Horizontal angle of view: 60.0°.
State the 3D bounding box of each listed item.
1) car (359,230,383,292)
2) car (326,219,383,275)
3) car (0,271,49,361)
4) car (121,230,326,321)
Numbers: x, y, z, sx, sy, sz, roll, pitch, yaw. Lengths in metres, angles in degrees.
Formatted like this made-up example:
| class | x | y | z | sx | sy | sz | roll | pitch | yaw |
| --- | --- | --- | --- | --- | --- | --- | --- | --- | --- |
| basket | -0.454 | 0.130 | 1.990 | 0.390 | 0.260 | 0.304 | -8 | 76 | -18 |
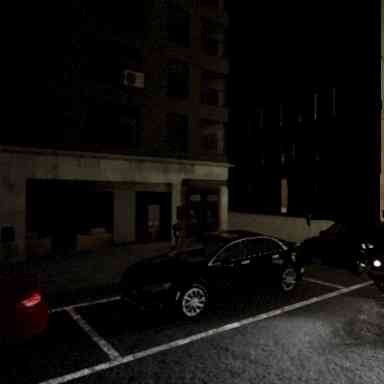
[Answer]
| class | x | y | z | sx | sy | sz | roll | pitch | yaw |
| --- | --- | --- | --- | --- | --- | --- | --- | --- | --- |
| car | 6.094 | 1.597 | 7.722 | 4.718 | 1.301 | 1.895 | 0 | 0 | -35 |
| car | 5.262 | 1.562 | 10.510 | 4.313 | 1.339 | 1.947 | 0 | 1 | -35 |
| car | -3.975 | 1.583 | 3.921 | 4.206 | 1.307 | 1.802 | 0 | 1 | -35 |
| car | 0.643 | 1.549 | 7.215 | 4.403 | 1.369 | 2.008 | 0 | 1 | -35 |
